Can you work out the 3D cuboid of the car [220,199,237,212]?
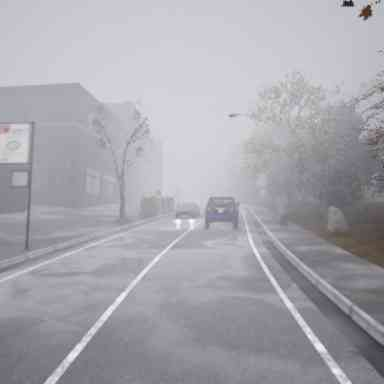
[{"bbox_3d":[4.637,1.642,41.521,1.882,1.535,5.008,-1,0,8],"label":"car"}]

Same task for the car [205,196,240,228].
[{"bbox_3d":[2.135,1.306,23.294,2.150,2.045,5.566,-1,0,8],"label":"car"}]

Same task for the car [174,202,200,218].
[{"bbox_3d":[-0.334,1.706,31.851,2.033,1.411,5.357,-1,0,8],"label":"car"}]
